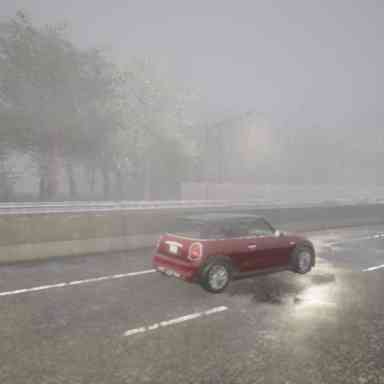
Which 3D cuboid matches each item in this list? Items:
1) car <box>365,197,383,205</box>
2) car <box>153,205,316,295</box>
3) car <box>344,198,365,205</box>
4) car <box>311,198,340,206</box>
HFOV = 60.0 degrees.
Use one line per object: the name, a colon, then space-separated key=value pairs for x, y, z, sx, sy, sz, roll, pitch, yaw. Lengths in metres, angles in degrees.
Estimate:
car: x=25.026 y=1.436 z=43.282 sx=4.553 sy=1.767 sz=2.097 roll=0 pitch=0 yaw=-35
car: x=1.306 y=1.360 z=9.020 sx=4.553 sy=1.767 sz=2.097 roll=0 pitch=0 yaw=-35
car: x=23.103 y=1.592 z=46.207 sx=4.892 sy=1.490 sz=1.837 roll=1 pitch=0 yaw=-35
car: x=19.132 y=1.556 z=47.643 sx=5.008 sy=1.535 sz=1.882 roll=0 pitch=0 yaw=-36
